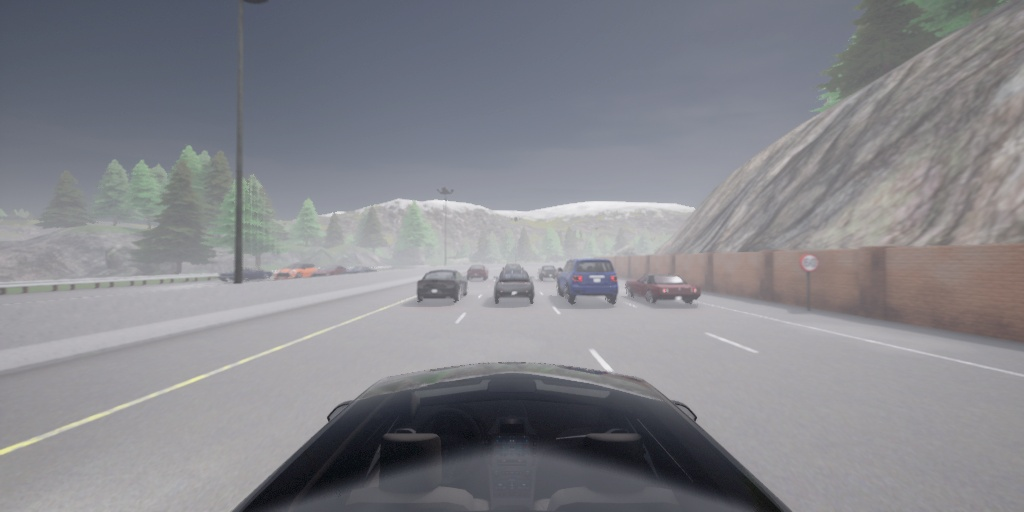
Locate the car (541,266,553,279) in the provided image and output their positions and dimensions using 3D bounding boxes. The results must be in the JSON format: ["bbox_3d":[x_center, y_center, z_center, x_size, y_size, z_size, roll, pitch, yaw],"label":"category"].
[{"bbox_3d":[3.601,1.667,35.743,1.812,1.442,4.674,0,-1,0],"label":"car"}]

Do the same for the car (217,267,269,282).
[{"bbox_3d":[-24.593,1.716,33.240,1.895,1.301,4.718,0,-1,0],"label":"car"}]

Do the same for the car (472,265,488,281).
[{"bbox_3d":[-3.399,1.626,36.258,1.882,1.535,5.008,0,-1,0],"label":"car"}]

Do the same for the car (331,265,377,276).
[{"bbox_3d":[-14.099,1.658,32.968,2.033,1.411,5.357,0,-1,0],"label":"car"}]

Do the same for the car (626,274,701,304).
[{"bbox_3d":[7.100,1.532,17.482,1.895,1.301,4.718,0,-1,0],"label":"car"}]

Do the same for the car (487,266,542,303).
[{"bbox_3d":[0.100,1.428,17.893,2.128,1.511,4.902,0,-1,0],"label":"car"}]

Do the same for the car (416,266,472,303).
[{"bbox_3d":[-3.400,1.418,18.190,1.882,1.535,5.008,0,-1,0],"label":"car"}]

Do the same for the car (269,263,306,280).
[{"bbox_3d":[-21.075,1.490,35.229,2.097,1.767,4.553,0,-1,0],"label":"car"}]

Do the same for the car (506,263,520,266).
[{"bbox_3d":[0.101,1.479,34.404,2.097,1.767,4.553,0,-1,0],"label":"car"}]

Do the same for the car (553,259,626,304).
[{"bbox_3d":[3.600,1.157,17.844,2.150,2.045,5.566,0,-1,0],"label":"car"}]

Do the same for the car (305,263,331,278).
[{"bbox_3d":[-17.581,1.613,35.038,1.882,1.535,5.008,0,-1,0],"label":"car"}]
